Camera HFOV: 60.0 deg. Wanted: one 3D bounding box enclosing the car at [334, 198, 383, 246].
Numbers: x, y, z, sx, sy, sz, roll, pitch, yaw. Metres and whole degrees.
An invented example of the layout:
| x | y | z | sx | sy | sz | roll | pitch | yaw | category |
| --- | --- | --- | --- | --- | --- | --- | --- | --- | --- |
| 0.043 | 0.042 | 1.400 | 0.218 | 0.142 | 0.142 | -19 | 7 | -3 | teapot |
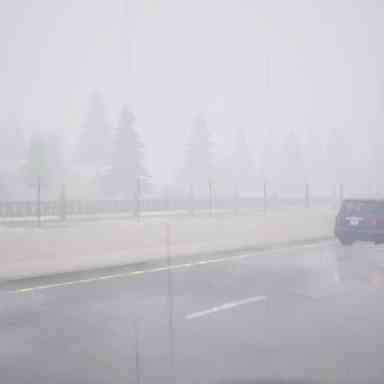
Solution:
| x | y | z | sx | sy | sz | roll | pitch | yaw | category |
| --- | --- | --- | --- | --- | --- | --- | --- | --- | --- |
| 8.293 | 1.255 | 14.084 | 5.566 | 2.045 | 2.150 | 0 | 0 | -35 | car |
